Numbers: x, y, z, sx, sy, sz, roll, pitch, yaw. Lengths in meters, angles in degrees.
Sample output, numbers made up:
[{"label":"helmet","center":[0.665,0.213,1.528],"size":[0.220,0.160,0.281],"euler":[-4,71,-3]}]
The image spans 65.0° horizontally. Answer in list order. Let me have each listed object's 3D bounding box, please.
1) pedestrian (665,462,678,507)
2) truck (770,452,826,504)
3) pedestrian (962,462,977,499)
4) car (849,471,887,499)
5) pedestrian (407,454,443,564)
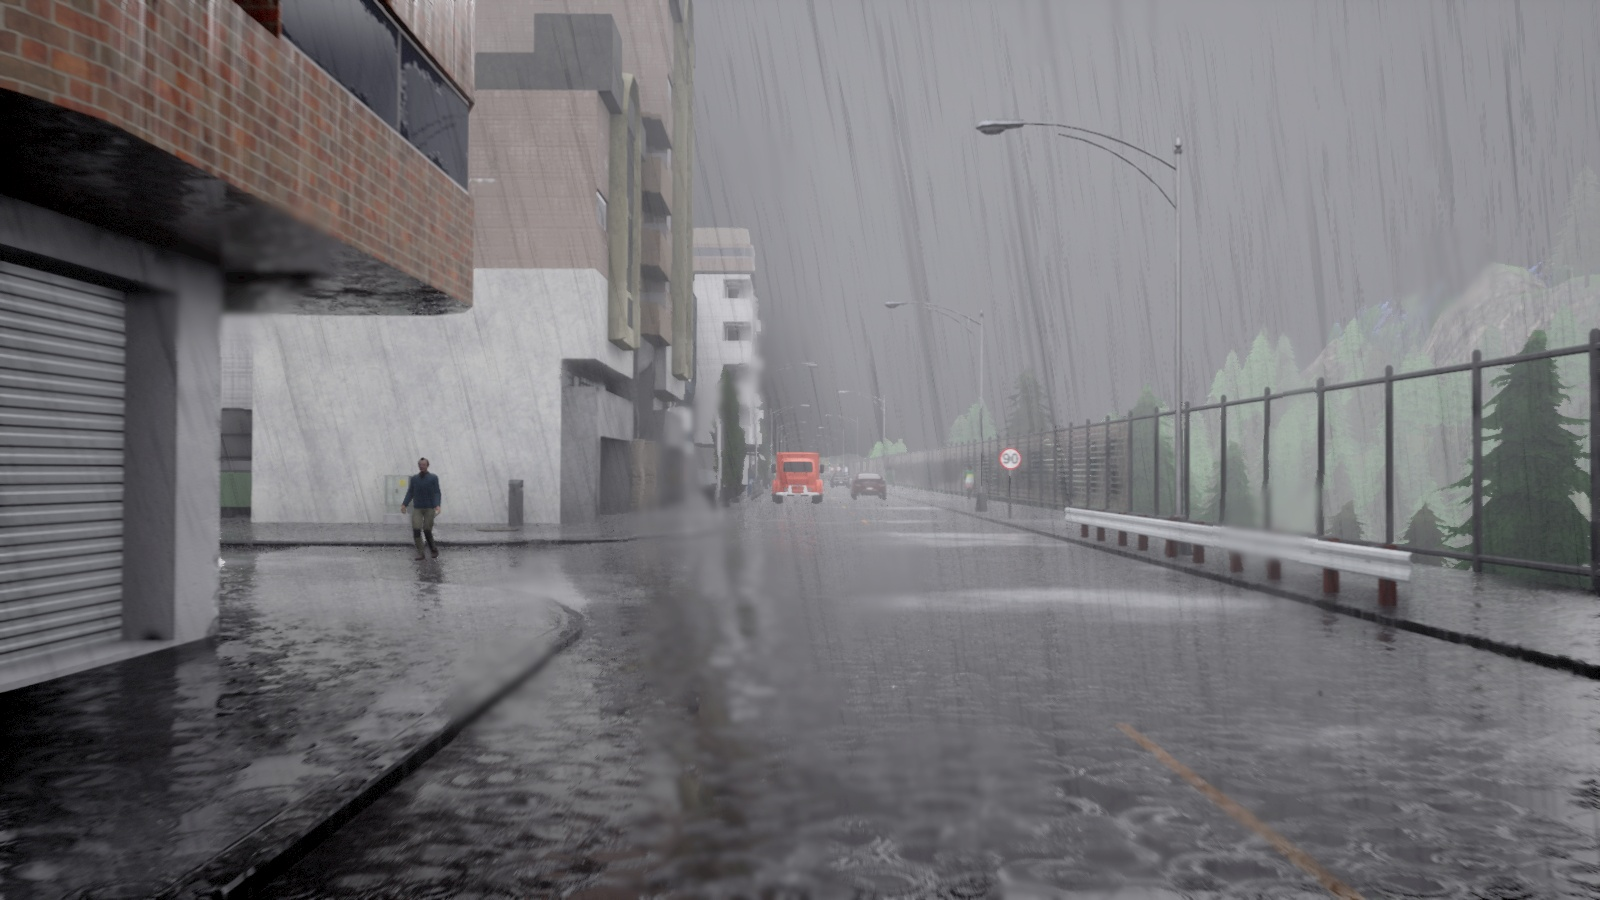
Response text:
[{"label":"pedestrian","center":[-5.241,1.403,51.207],"size":[0.431,1.840,0.709],"euler":[0,-1,2]},{"label":"truck","center":[-0.107,1.365,61.900],"size":[2.627,2.467,5.204],"euler":[0,-1,0]},{"label":"pedestrian","center":[9.066,1.614,67.227],"size":[0.659,1.952,0.873],"euler":[0,-1,0]},{"label":"car","center":[3.874,1.981,71.969],"size":[1.882,1.535,5.008],"euler":[0,-1,0]},{"label":"pedestrian","center":[-6.433,1.001,21.536],"size":[0.402,1.842,0.726],"euler":[0,-1,0]}]
